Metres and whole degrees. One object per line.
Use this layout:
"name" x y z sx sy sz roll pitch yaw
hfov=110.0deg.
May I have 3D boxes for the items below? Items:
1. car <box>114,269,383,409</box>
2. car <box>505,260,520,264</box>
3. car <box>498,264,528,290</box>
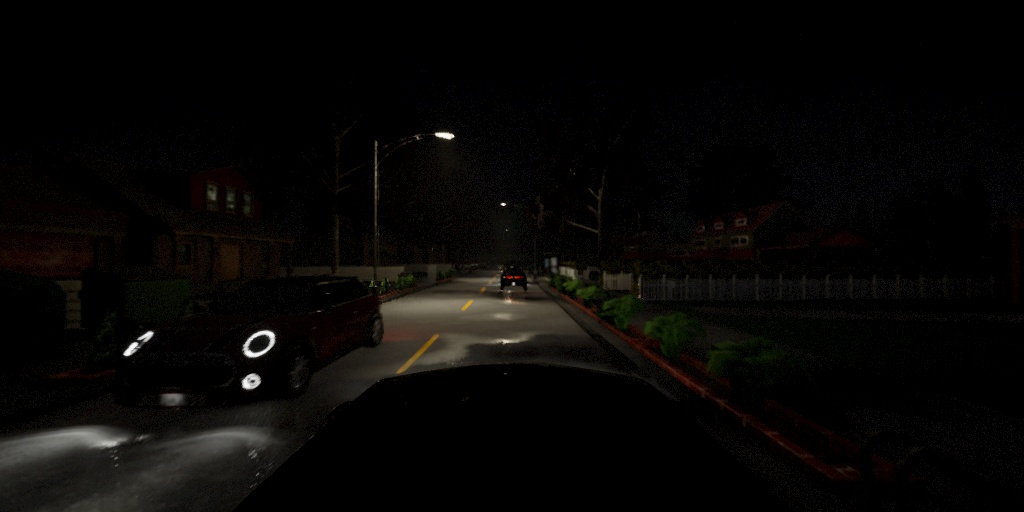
"car" -4.094 1.164 6.575 2.097 1.767 4.553 0 -1 0
"car" 0.110 1.512 43.034 2.150 2.045 5.566 0 0 0
"car" 0.104 1.572 25.880 1.837 1.490 4.892 0 0 0
